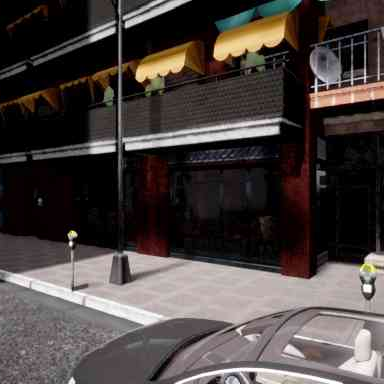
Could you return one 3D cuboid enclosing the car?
[{"bbox_3d":[0.894,1.551,2.234,4.403,1.369,2.008,0,0,36],"label":"car"}]
